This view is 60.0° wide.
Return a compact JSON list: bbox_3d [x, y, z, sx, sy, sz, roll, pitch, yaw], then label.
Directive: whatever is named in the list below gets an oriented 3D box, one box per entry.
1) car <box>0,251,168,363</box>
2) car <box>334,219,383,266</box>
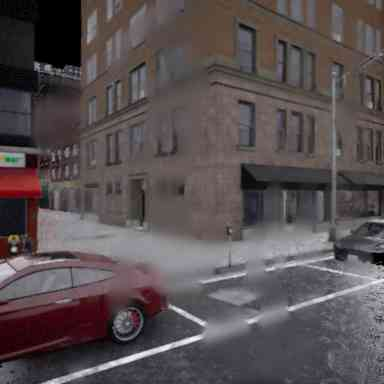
[{"bbox_3d":[-2.339,1.588,4.865,4.206,1.307,1.802,0,0,-36],"label":"car"},{"bbox_3d":[6.613,1.621,11.260,4.313,1.339,1.947,0,0,-36],"label":"car"}]
